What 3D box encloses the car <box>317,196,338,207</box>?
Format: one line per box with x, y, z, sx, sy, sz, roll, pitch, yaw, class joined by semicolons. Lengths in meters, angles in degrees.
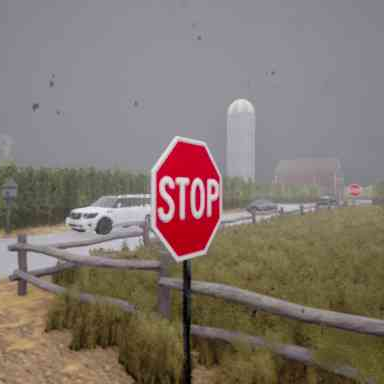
17.963;1.270;44.143;1.837;1.490;4.892;0;0;36;car

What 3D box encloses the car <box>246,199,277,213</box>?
7.334;1.461;34.768;1.994;1.385;4.181;0;0;36;car

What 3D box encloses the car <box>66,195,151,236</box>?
-4.215;1.178;18.739;2.150;2.045;5.566;0;0;36;car
